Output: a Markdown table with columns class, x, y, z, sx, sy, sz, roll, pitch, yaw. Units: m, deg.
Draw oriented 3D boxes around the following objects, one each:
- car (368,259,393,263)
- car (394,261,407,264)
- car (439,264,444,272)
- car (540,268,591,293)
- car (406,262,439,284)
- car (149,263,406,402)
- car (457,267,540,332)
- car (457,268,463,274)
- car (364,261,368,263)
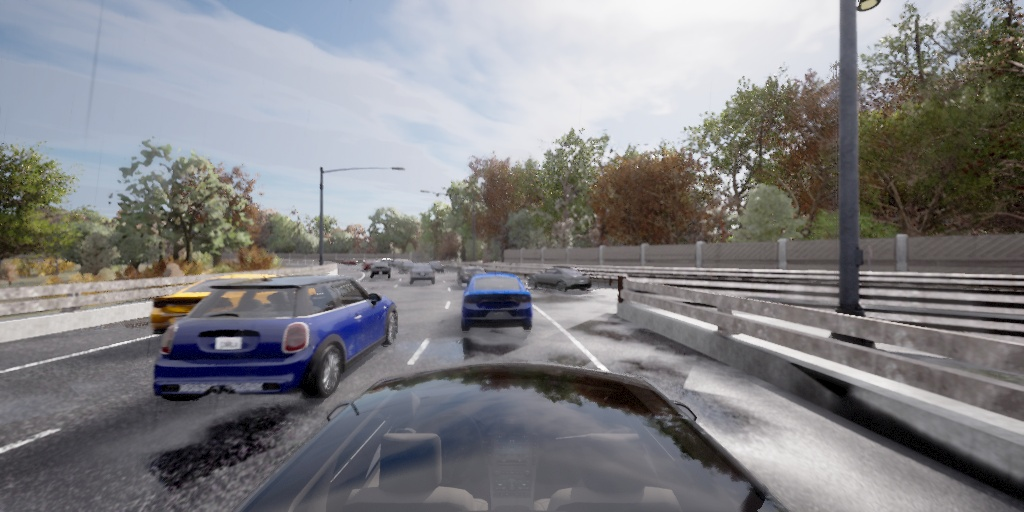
| class | x | y | z | sx | sy | sz | roll | pitch | yaw |
| --- | --- | --- | --- | --- | --- | --- | --- | --- | --- |
| car | -13.411 | 1.383 | 36.675 | 1.837 | 1.490 | 4.892 | 0 | 0 | -19 |
| car | -13.529 | 1.460 | 46.327 | 2.033 | 1.411 | 5.357 | 0 | 0 | -25 |
| car | -10.579 | 1.482 | 48.116 | 1.994 | 1.385 | 4.181 | 0 | 0 | -25 |
| car | 2.809 | 1.391 | 21.848 | 1.994 | 1.385 | 4.181 | 0 | 0 | -34 |
| car | -7.145 | 1.395 | 28.476 | 2.033 | 1.411 | 5.357 | 0 | 0 | -15 |
| car | -3.668 | 1.122 | 6.642 | 2.097 | 1.767 | 4.553 | 0 | 0 | -3 |
| car | -0.548 | 1.261 | 11.097 | 1.882 | 1.535 | 5.008 | 0 | 0 | -5 |
| car | -2.859 | 1.436 | 25.358 | 1.895 | 1.301 | 4.718 | 0 | 0 | -13 |
| car | -21.348 | 1.419 | 53.764 | 1.882 | 1.535 | 5.008 | 0 | 0 | -30 |
